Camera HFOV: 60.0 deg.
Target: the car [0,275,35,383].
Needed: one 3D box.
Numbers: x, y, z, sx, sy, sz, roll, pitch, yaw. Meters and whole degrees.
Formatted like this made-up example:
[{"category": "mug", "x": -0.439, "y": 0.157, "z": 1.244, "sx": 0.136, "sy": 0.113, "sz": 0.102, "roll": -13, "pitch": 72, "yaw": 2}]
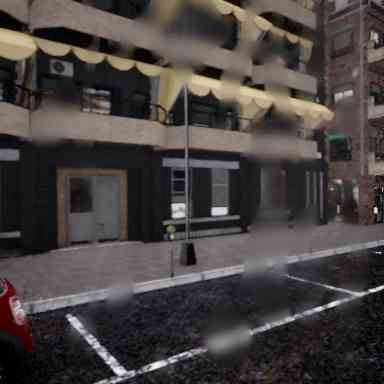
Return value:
[{"category": "car", "x": -3.928, "y": 1.440, "z": 3.310, "sx": 4.097, "sy": 1.590, "sz": 1.967, "roll": 0, "pitch": -1, "yaw": -36}]
